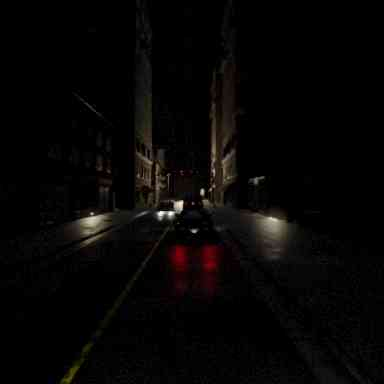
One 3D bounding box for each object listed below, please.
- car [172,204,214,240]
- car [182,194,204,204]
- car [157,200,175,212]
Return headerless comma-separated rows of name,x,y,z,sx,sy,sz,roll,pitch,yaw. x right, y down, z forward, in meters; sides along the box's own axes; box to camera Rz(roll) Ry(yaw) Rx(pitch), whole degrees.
car,0.098,1.542,17.058,1.812,1.442,4.674,0,0,0
car,0.093,1.277,36.500,2.150,2.045,5.566,0,0,0
car,-3.097,1.629,40.262,1.994,1.385,4.181,0,0,0
